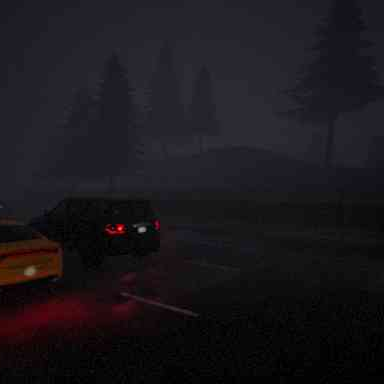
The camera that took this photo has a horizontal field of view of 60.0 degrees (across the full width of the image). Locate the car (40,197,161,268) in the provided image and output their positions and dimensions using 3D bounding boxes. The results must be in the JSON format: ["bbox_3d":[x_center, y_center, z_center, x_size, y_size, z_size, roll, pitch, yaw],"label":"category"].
[{"bbox_3d":[-3.504,1.170,11.373,5.566,2.045,2.150,0,0,40],"label":"car"}]

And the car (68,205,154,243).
[{"bbox_3d":[-4.127,1.457,16.564,4.674,1.442,1.812,1,0,42],"label":"car"}]

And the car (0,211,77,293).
[{"bbox_3d":[-5.138,1.424,8.214,5.008,1.535,1.882,0,0,40],"label":"car"}]

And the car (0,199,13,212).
[{"bbox_3d":[-18.376,1.347,31.368,2.033,1.411,5.357,0,0,-39],"label":"car"}]
